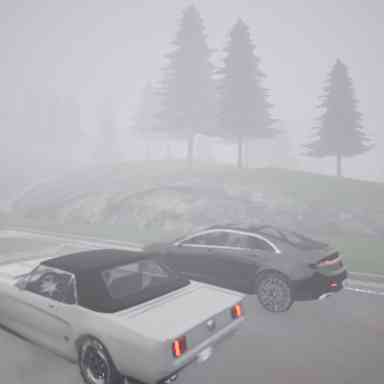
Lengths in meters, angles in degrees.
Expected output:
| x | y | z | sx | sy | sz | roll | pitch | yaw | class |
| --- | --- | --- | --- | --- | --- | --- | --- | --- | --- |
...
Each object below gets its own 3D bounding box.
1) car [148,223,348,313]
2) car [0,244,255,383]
| x | y | z | sx | sy | sz | roll | pitch | yaw | class |
| --- | --- | --- | --- | --- | --- | --- | --- | --- | --- |
| 0.891 | 1.478 | 7.654 | 4.902 | 1.511 | 2.128 | 0 | 0 | 35 | car |
| -1.643 | 1.585 | 5.163 | 4.718 | 1.301 | 1.895 | 0 | 0 | 35 | car |
